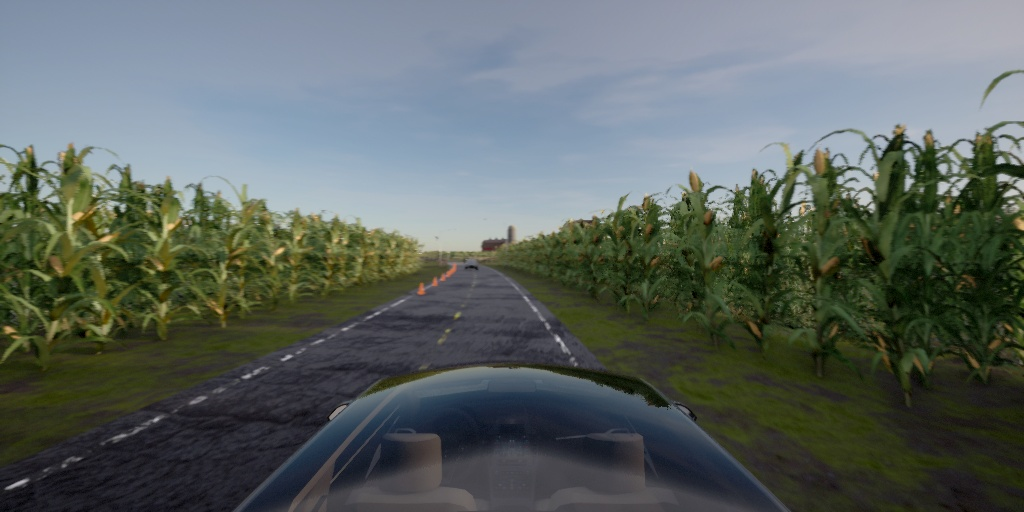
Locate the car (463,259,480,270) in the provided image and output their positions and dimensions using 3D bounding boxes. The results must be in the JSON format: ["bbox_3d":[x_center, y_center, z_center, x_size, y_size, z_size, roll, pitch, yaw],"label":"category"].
[{"bbox_3d":[-5.610,1.194,49.632,1.837,1.490,4.892,1,0,-8],"label":"car"}]

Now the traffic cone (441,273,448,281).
[{"bbox_3d":[-5.449,1.648,28.412,0.340,0.580,0.340,0,0,-5],"label":"traffic cone"}]

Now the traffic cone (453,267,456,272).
[{"bbox_3d":[-6.453,1.636,38.304,0.340,0.580,0.340,0,0,-6],"label":"traffic cone"}]

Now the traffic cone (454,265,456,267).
[{"bbox_3d":[-7.041,1.630,43.240,0.340,0.580,0.340,0,0,-7],"label":"traffic cone"}]

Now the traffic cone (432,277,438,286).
[{"bbox_3d":[-5.032,1.653,23.457,0.340,0.580,0.340,0,0,-4],"label":"traffic cone"}]

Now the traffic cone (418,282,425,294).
[{"bbox_3d":[-4.673,1.658,18.498,0.340,0.580,0.340,0,0,-4],"label":"traffic cone"}]

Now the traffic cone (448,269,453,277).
[{"bbox_3d":[-5.922,1.643,33.360,0.340,0.580,0.340,0,0,-6],"label":"traffic cone"}]

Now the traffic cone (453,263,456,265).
[{"bbox_3d":[-7.685,1.622,48.170,0.340,0.580,0.340,0,0,-8],"label":"traffic cone"}]
